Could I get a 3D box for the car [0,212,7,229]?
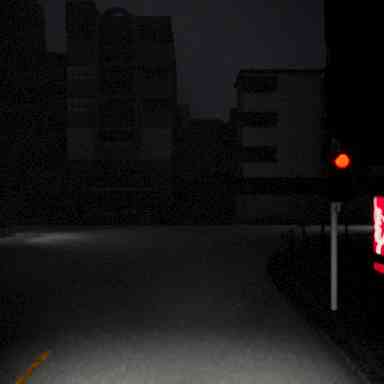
[{"bbox_3d":[-12.310,1.220,16.447,5.566,2.045,2.150,0,0,0],"label":"car"}]
